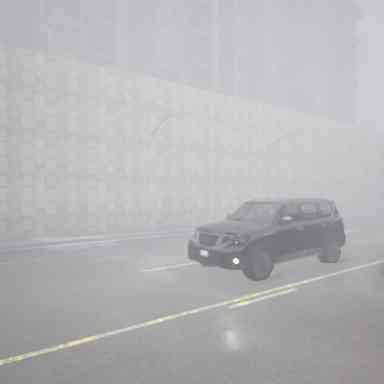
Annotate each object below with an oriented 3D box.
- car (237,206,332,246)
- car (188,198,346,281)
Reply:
[{"bbox_3d":[4.575,1.505,16.077,4.892,1.490,1.837,0,0,-36],"label":"car"},{"bbox_3d":[2.514,1.222,10.222,5.566,2.045,2.150,0,0,-37],"label":"car"}]
